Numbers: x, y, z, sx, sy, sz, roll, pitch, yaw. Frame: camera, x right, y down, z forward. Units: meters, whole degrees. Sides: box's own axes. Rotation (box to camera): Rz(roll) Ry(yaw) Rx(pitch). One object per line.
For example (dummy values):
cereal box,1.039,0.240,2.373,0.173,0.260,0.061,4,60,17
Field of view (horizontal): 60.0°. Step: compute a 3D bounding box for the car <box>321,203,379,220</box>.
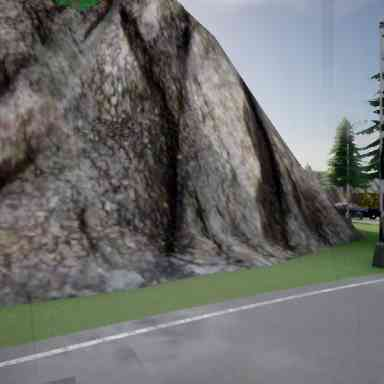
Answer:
car,13.399,1.601,28.255,1.895,1.301,4.718,0,0,-26
